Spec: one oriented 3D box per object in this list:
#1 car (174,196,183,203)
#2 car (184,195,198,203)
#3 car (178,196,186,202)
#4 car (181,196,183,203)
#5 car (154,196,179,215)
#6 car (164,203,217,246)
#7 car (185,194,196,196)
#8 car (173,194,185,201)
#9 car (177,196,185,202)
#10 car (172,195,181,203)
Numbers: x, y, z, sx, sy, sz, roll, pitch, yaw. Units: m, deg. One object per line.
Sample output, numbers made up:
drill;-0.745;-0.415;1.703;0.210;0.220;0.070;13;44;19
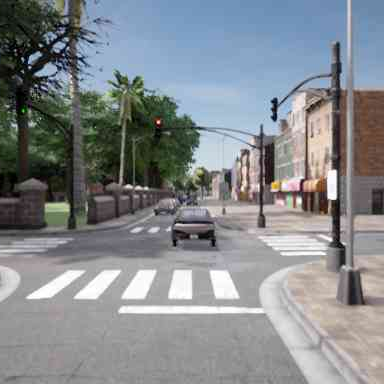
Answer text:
car;-3.040;1.700;73.966;1.837;1.490;4.892;0;0;0
car;0.039;1.720;58.196;1.895;1.301;4.718;0;0;0
car;-2.668;1.843;90.247;2.008;1.369;4.403;-1;0;0
car;-2.655;1.669;50.427;1.802;1.307;4.206;0;0;0
car;-2.650;1.474;33.361;1.967;1.590;4.097;0;0;0
car;0.084;1.492;15.182;2.128;1.511;4.902;0;0;0
car;-0.018;1.408;67.922;2.150;2.045;5.566;0;0;0
car;-2.999;1.388;66.997;2.150;2.045;5.566;0;0;0
car;-2.666;1.802;84.558;1.887;1.381;4.507;0;0;0
car;-2.651;1.490;39.049;1.967;1.590;4.097;0;0;0
